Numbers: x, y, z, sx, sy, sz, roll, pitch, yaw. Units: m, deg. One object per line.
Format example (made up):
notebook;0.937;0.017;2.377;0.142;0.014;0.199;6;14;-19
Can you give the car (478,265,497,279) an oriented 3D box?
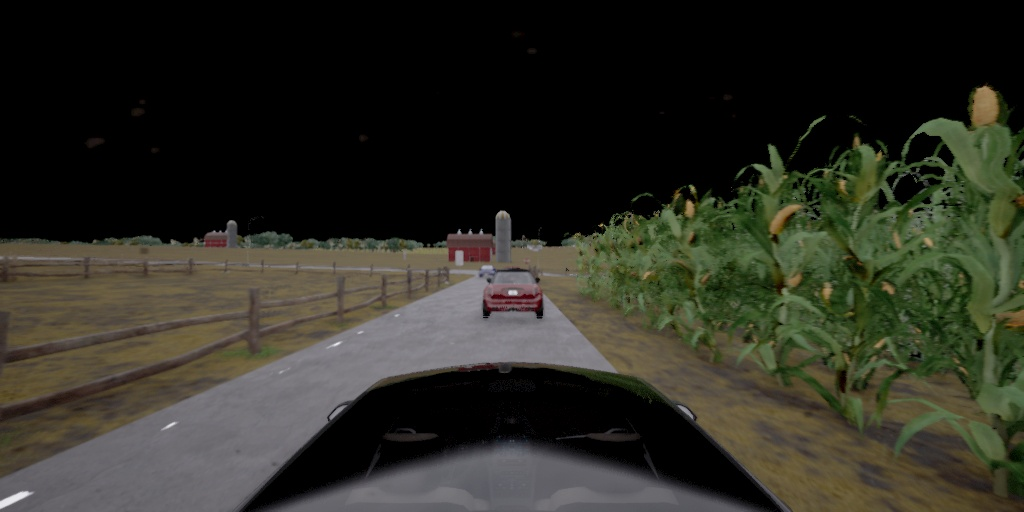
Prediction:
car;-2.796;1.779;41.320;1.812;1.442;4.674;0;-1;1

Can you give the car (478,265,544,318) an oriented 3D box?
car;0.047;1.249;13.911;2.097;1.767;4.553;0;-1;0
